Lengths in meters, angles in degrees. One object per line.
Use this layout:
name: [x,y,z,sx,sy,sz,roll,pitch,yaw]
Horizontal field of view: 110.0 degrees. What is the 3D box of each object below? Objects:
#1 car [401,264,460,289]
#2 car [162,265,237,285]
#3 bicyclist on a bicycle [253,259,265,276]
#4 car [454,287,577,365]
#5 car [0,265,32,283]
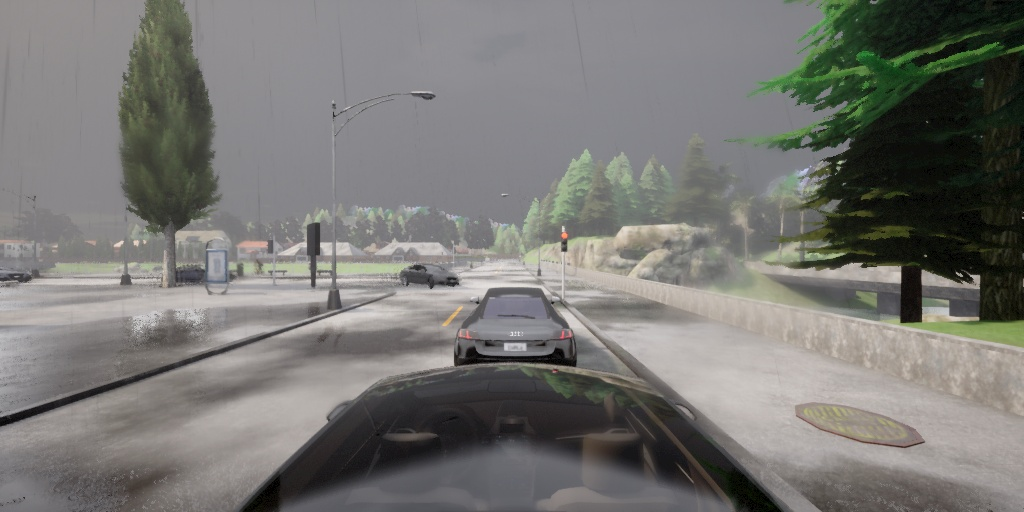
car: [-5.314,1.255,23.046,4.892,1.490,1.837,0,-3,43]
car: [-22.323,1.314,25.732,4.181,1.385,1.994,0,0,0]
bicyclist on a bicycle: [-24.100,1.099,34.130,0.582,1.620,1.656,0,0,0]
car: [0.063,1.314,7.307,1.994,1.385,4.181,0,0,0]
car: [-37.512,1.315,25.740,4.181,1.385,1.994,0,0,0]
